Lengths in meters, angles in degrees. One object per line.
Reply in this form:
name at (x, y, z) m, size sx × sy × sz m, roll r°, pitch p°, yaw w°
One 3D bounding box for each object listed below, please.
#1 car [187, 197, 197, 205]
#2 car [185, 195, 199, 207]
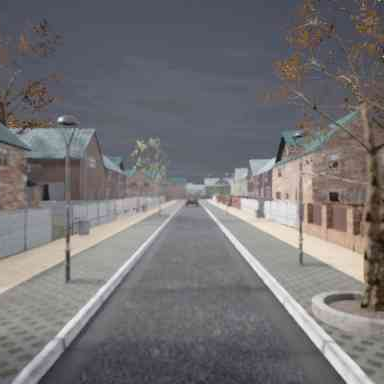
car at (0.039, 1.762, 66.384) m, size 1.837 × 1.490 × 4.892 m, roll 0°, pitch 0°, yaw 0°
car at (0.032, 1.447, 56.029) m, size 2.150 × 2.045 × 5.566 m, roll 0°, pitch 0°, yaw 0°
